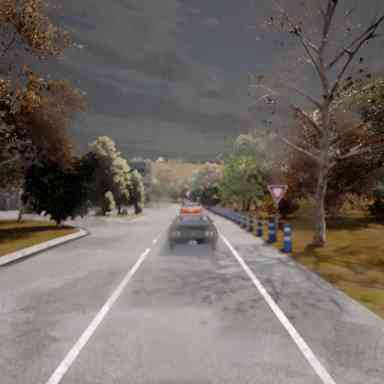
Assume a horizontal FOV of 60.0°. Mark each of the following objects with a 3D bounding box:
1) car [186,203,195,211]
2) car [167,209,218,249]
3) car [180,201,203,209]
[{"bbox_3d":[-0.332,2.895,66.057,1.837,1.490,4.892,0,-2,0],"label":"car"},{"bbox_3d":[0.024,1.597,14.358,1.895,1.301,4.718,0,-1,0],"label":"car"},{"bbox_3d":[-0.059,1.656,30.477,2.097,1.767,4.553,0,-2,0],"label":"car"}]
